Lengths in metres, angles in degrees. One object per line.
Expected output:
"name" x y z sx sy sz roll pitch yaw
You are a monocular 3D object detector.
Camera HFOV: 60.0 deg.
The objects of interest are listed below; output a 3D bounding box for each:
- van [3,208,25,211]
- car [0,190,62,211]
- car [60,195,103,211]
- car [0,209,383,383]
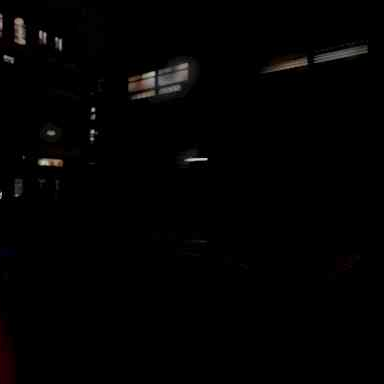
"van" -5.255 1.250 6.611 3.998 1.788 1.690 1 1 35
"car" -13.561 0.722 28.597 2.192 1.841 5.009 2 2 35
"car" -6.732 1.132 23.758 1.947 1.339 4.313 2 2 35
"car" -0.754 1.287 3.402 5.009 1.841 2.192 1 1 35
